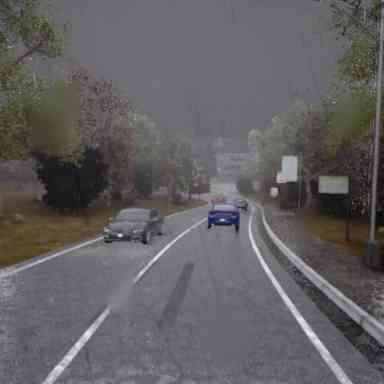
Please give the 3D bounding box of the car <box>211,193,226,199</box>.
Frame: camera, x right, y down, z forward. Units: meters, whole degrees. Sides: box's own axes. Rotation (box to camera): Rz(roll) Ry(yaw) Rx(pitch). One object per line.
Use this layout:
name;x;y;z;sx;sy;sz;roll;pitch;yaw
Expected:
car;4.484;1.118;56.237;2.150;2.045;5.566;1;0;7

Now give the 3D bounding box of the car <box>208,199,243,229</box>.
car;2.167;1.459;21.644;1.882;1.535;5.008;1;0;9

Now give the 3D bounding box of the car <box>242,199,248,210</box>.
car;6.066;1.532;42.402;1.994;1.385;4.181;1;0;11

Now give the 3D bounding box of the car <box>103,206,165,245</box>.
car;-2.494;1.441;15.312;1.837;1.490;4.892;1;0;7
